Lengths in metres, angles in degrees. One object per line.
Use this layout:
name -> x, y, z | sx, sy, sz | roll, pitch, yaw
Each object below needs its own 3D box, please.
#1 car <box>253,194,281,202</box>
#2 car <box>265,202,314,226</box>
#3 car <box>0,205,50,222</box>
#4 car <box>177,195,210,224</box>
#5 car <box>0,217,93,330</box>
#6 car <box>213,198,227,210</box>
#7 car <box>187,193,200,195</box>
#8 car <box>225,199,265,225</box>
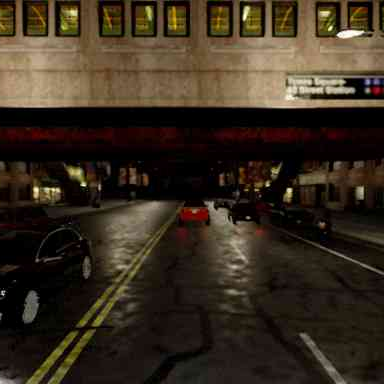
car -> 6.677, 1.201, 30.547 | 2.435, 2.045, 5.566 | 0, 0, 0
car -> 6.723, 1.574, 23.151 | 1.895, 1.301, 4.718 | 0, 0, 0
car -> -7.028, 1.340, 12.632 | 2.097, 1.767, 4.553 | 0, 0, 1
car -> 0.186, 1.330, 24.346 | 2.097, 1.767, 4.553 | 0, 0, 0
car -> -3.553, 1.500, 6.975 | 1.837, 1.490, 4.892 | 0, 0, 1
car -> 3.720, 1.509, 42.340 | 2.033, 1.411, 5.357 | 0, 0, 0
car -> 0.219, 1.183, 42.484 | 2.150, 2.045, 5.566 | 0, 0, 0
car -> 3.682, 1.504, 24.059 | 1.812, 1.442, 4.674 | 0, 0, 0
